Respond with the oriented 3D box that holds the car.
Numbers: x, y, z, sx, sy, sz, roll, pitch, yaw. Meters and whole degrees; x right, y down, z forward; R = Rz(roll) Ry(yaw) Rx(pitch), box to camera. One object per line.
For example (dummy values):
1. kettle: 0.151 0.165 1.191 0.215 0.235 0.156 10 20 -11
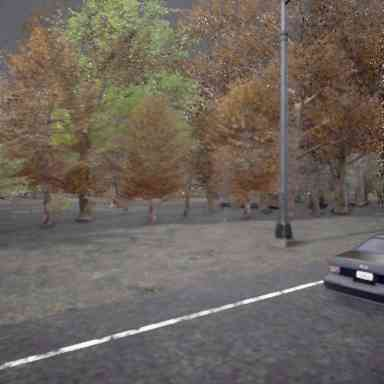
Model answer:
1. car: 5.155 1.549 7.437 5.357 1.411 2.033 0 0 -35
